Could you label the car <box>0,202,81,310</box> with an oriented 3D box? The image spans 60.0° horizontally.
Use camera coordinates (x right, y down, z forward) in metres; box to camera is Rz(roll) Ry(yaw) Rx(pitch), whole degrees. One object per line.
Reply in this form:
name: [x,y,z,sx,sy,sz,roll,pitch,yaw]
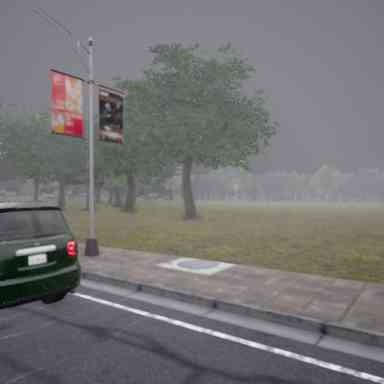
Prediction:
car: [-4.677,1.239,6.940,5.566,2.045,2.150,-1,-1,36]
